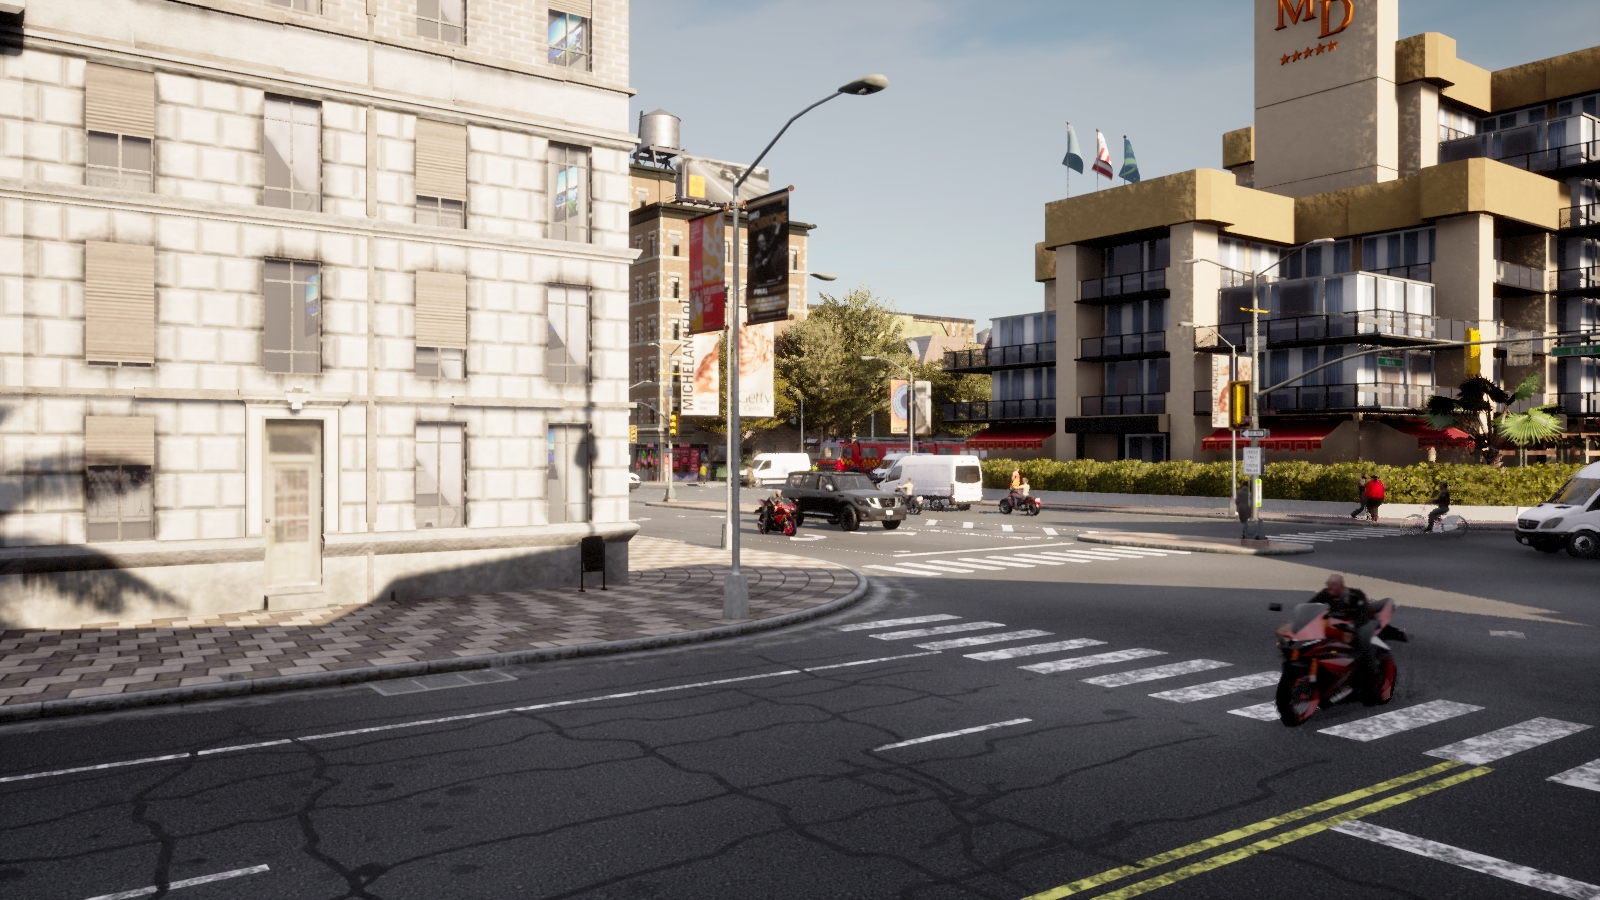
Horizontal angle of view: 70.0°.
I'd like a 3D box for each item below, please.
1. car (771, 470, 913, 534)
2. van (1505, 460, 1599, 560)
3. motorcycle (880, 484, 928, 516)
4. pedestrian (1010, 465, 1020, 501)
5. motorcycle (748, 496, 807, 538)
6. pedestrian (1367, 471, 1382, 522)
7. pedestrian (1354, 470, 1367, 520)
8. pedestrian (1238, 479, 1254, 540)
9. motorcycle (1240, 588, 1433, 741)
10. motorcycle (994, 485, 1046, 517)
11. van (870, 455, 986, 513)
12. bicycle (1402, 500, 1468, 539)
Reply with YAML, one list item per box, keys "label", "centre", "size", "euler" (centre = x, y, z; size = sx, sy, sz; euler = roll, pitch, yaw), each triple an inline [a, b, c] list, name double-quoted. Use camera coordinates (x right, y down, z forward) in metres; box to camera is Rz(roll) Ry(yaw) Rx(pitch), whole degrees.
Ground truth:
- label: "car"
  centre: [1.410, 1.779, 41.176]
  size: [2.150, 2.045, 5.566]
  euler: [0, 0, -35]
- label: "van"
  centre: [22.335, 1.531, 30.298]
  size: [5.915, 2.561, 1.988]
  euler: [-1, 0, 5]
- label: "motorcycle"
  centre: [4.535, 2.170, 50.029]
  size: [0.764, 1.277, 2.356]
  euler: [0, 0, -36]
- label: "pedestrian"
  centre: [11.099, 1.697, 58.934]
  size: [0.375, 1.860, 0.375]
  euler: [0, 0, -38]
- label: "motorcycle"
  centre: [-0.756, 2.205, 37.717]
  size: [0.867, 1.251, 2.209]
  euler: [0, 0, -36]
- label: "pedestrian"
  centre: [21.016, 1.696, 41.783]
  size: [0.375, 1.860, 0.375]
  euler: [0, 0, 7]
- label: "pedestrian"
  centre: [21.190, 1.696, 43.166]
  size: [0.375, 1.860, 0.375]
  euler: [0, 0, 39]
- label: "pedestrian"
  centre: [13.862, 1.848, 35.530]
  size: [0.375, 1.860, 0.375]
  euler: [0, 0, 36]
- label: "motorcycle"
  centre: [5.707, 2.205, 12.104]
  size: [2.209, 1.251, 0.867]
  euler: [0, 0, -35]
- label: "motorcycle"
  centre: [9.406, 2.170, 48.968]
  size: [0.764, 1.277, 2.356]
  euler: [0, 0, -34]
- label: "van"
  centre: [5.947, 1.534, 54.072]
  size: [1.988, 2.561, 5.915]
  euler: [0, 0, -36]
- label: "bicycle"
  centre: [20.321, 2.210, 36.591]
  size: [1.835, 1.171, 0.329]
  euler: [0, 0, 25]
